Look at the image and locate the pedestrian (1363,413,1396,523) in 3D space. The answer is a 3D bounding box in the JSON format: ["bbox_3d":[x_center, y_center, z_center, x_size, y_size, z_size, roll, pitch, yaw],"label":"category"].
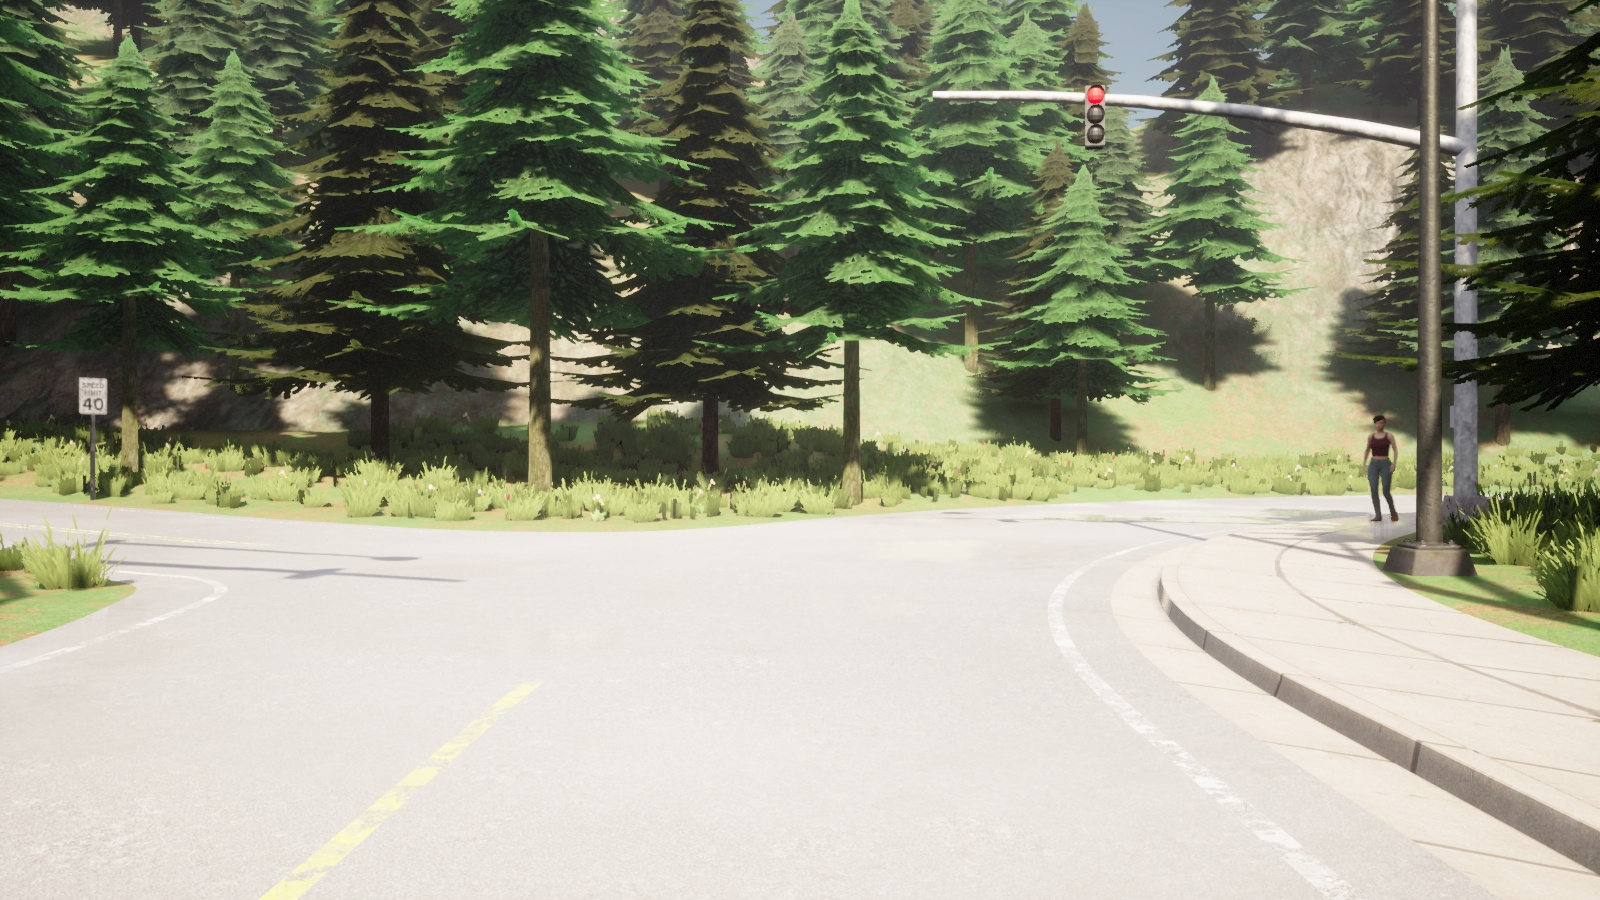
[{"bbox_3d":[9.760,0.297,21.136,0.345,1.836,0.594,0,0,41],"label":"pedestrian"}]
